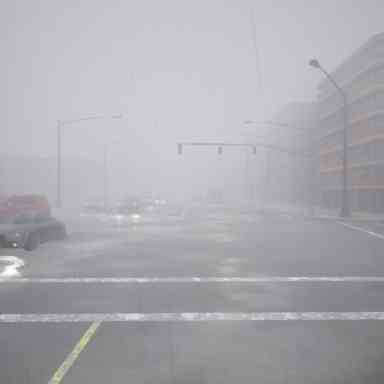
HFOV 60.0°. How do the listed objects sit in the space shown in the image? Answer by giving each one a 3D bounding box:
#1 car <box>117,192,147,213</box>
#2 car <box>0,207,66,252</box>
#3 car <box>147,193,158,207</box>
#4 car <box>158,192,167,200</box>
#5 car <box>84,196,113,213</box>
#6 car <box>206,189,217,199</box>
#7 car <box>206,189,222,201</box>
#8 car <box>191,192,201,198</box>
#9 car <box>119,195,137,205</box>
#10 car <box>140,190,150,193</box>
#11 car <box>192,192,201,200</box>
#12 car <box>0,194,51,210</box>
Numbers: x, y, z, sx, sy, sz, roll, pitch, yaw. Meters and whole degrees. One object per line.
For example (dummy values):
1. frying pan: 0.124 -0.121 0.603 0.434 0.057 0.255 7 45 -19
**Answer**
1. car: -6.337 1.226 34.590 2.097 1.767 4.553 0 1 0
2. car: -6.869 1.539 13.708 1.994 1.385 4.181 0 0 2
3. car: -6.300 1.228 46.457 1.812 1.442 4.674 0 1 0
4. car: -6.154 0.826 67.285 2.128 1.511 4.902 0 1 1
5. car: -9.834 1.222 35.266 2.097 1.767 4.553 0 1 0
6. car: 4.383 0.428 75.739 2.150 2.045 5.566 0 1 0
7. car: 4.450 0.626 63.306 2.150 2.045 5.566 0 1 0
8. car: 0.883 0.649 75.841 2.033 1.411 5.357 0 1 0
9. car: -9.784 1.182 51.106 1.994 1.385 4.181 0 1 0
10. car: -9.647 0.542 67.413 2.150 2.045 5.566 0 1 0
11. car: 0.854 0.959 65.865 1.895 1.301 4.718 0 1 0
12. car: -11.504 1.185 20.954 2.150 2.045 5.566 1 0 24
